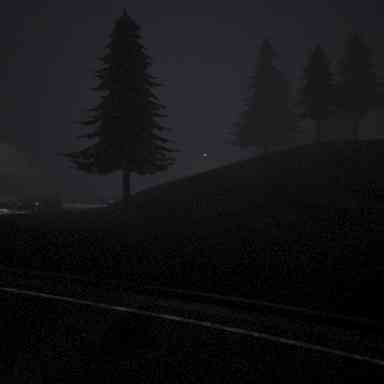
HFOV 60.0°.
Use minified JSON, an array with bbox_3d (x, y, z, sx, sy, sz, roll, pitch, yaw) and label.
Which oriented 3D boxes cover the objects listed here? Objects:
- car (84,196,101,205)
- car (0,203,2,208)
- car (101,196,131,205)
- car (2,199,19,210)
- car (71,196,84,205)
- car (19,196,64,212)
[{"bbox_3d":[-16.587,1.479,59.939,1.882,1.535,5.008,0,0,22],"label":"car"},{"bbox_3d":[-23.084,1.564,43.962,1.994,1.385,4.181,0,0,22],"label":"car"},{"bbox_3d":[-13.354,1.511,58.599,1.837,1.490,4.892,0,0,22],"label":"car"},{"bbox_3d":[-20.409,1.351,41.232,2.097,1.767,4.553,0,0,22],"label":"car"},{"bbox_3d":[-19.936,1.478,61.001,1.882,1.535,5.008,0,0,22],"label":"car"},{"bbox_3d":[-17.418,1.351,39.288,2.097,1.767,4.553,0,0,22],"label":"car"}]
